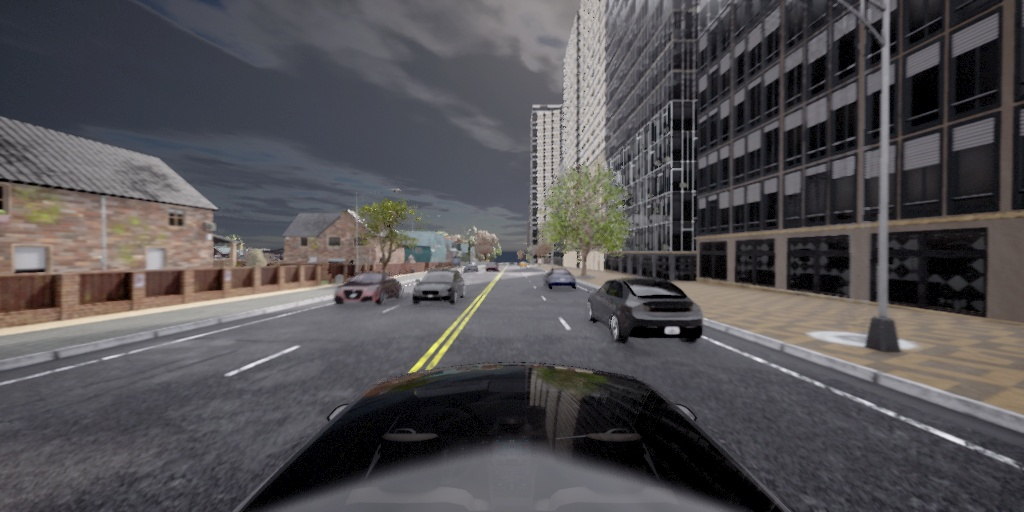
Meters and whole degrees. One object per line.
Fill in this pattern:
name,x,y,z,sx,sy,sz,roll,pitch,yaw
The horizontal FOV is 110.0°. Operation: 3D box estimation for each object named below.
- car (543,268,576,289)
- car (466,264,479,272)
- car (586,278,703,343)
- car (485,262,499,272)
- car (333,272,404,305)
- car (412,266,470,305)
car,3.359,1.563,25.858,1.994,1.385,4.181,0,-1,0
car,-6.526,1.931,58.132,1.994,1.385,4.181,0,-1,1
car,3.351,1.337,9.922,1.837,1.490,4.892,0,-1,0
car,-3.264,1.731,59.026,2.097,1.767,4.553,0,-1,1
car,-6.593,1.467,16.873,1.994,1.385,4.181,0,-1,0
car,-3.343,1.410,17.107,1.837,1.490,4.892,0,-1,0
